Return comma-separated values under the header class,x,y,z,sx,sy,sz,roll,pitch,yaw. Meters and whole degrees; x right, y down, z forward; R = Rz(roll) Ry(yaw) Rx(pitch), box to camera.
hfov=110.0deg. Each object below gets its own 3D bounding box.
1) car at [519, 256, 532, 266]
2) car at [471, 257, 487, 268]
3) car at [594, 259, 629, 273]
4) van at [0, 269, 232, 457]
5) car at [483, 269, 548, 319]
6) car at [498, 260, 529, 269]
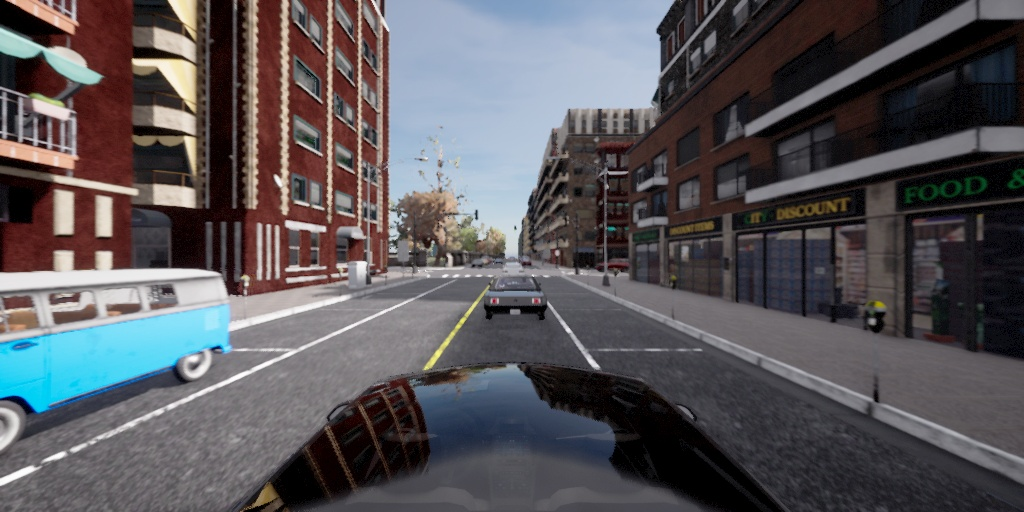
class,x,y,z,sx,sy,sz,roll,pitch,yaw
car,2.692,1.176,65.186,1.888,1.381,4.507,0,0,0
car,-5.688,1.203,59.556,1.948,1.339,4.313,0,0,0
car,13.451,1.252,47.215,5.009,1.841,2.192,0,0,-1
van,-5.689,1.083,4.507,1.690,1.789,3.998,0,0,0
car,0.101,1.322,12.580,1.895,1.301,4.718,0,0,0
car,0.100,1.215,27.111,1.812,1.442,4.674,0,0,0
